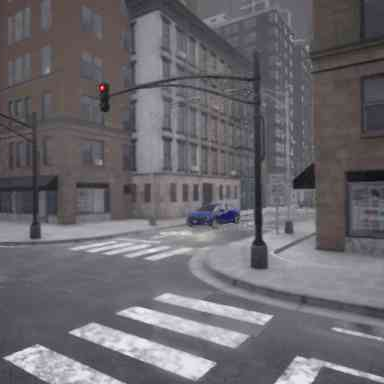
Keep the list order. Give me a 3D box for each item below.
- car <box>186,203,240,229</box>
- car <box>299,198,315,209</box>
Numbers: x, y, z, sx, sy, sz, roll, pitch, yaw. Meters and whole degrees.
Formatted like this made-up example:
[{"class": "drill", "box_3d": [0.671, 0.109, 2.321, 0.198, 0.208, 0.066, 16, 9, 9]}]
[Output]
[{"class": "car", "box_3d": [1.516, 1.505, 22.265, 1.882, 1.535, 5.008, -1, 0, 33]}, {"class": "car", "box_3d": [15.887, 1.481, 44.587, 2.033, 1.411, 5.357, -1, 0, 33]}]
